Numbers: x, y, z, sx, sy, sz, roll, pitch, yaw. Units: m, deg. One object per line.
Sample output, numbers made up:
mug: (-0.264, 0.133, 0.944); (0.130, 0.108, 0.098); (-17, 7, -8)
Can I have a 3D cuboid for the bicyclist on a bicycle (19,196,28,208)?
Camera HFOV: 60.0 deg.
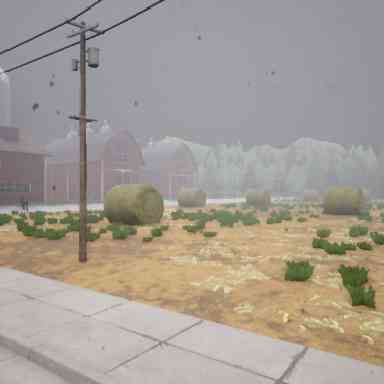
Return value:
bicyclist on a bicycle: (-17.371, 1.272, 34.258); (1.656, 1.620, 0.582); (0, 0, 34)
